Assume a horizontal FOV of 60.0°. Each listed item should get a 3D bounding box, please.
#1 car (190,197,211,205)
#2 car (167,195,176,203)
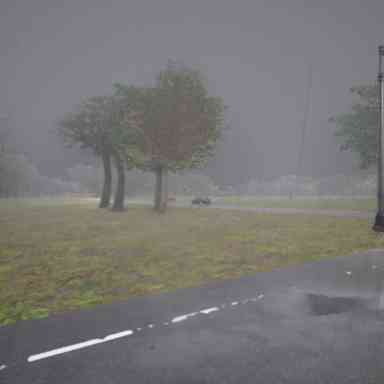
[{"bbox_3d":[1.518,1.606,59.650,1.837,1.490,4.892,1,-1,-33],"label":"car"},{"bbox_3d":[-5.043,1.458,69.512,1.837,1.490,4.892,1,0,-34],"label":"car"}]
